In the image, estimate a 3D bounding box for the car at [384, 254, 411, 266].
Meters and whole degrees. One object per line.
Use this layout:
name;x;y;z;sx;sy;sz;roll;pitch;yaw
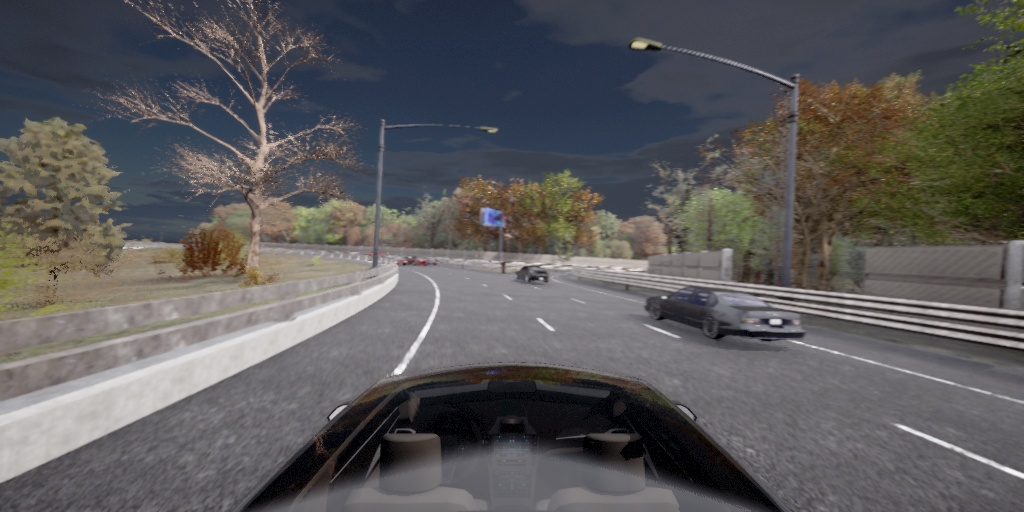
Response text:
car;-17.970;0.815;56.076;1.895;1.301;4.718;3;-1;-34

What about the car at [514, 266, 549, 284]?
car;1.641;1.596;31.441;1.837;1.490;4.892;4;-1;-18

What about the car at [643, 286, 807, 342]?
car;6.275;1.691;11.455;2.033;1.411;5.357;3;0;-7

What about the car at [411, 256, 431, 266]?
car;-15.624;0.708;58.876;2.097;1.767;4.553;3;-1;-34
